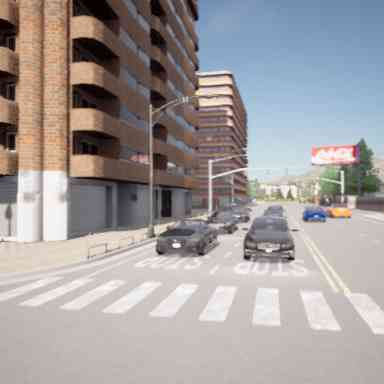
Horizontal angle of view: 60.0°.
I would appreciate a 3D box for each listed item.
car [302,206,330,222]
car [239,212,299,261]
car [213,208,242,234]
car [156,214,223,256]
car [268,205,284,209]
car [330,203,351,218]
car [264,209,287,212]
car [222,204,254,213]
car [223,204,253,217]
[{"bbox_3d":[12.221,2.167,33.369,1.882,1.535,5.008,-1,-1,15],"label":"car"},{"bbox_3d":[3.250,1.818,13.816,1.837,1.490,4.892,-1,-1,15],"label":"car"},{"bbox_3d":[2.144,2.061,23.299,1.812,1.442,4.674,-1,-1,15],"label":"car"},{"bbox_3d":[-0.097,1.925,14.843,1.994,1.385,4.181,-1,-1,15],"label":"car"},{"bbox_3d":[8.130,2.046,32.267,2.097,1.767,4.553,-1,-1,15],"label":"car"},{"bbox_3d":[17.311,2.139,39.355,2.097,1.767,4.553,-1,-1,15],"label":"car"},{"bbox_3d":[5.525,2.055,22.424,1.994,1.385,4.181,-1,-1,15],"label":"car"},{"bbox_3d":[7.449,2.680,54.095,4.902,1.511,2.128,-1,-1,15],"label":"car"},{"bbox_3d":[4.791,2.233,33.315,2.128,1.511,4.902,-1,-1,15],"label":"car"}]
